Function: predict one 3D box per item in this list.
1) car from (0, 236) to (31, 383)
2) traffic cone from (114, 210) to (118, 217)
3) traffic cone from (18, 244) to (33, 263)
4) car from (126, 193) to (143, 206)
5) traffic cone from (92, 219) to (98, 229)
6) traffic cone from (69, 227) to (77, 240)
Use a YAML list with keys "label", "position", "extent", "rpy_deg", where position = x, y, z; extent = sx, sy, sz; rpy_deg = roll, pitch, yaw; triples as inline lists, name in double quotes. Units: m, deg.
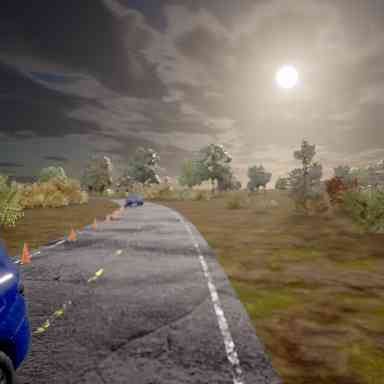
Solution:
- label: "car"
  position: [-2.728, 1.226, 1.201]
  extent: [2.150, 2.045, 5.566]
  rpy_deg: [0, 0, -1]
- label: "traffic cone"
  position: [-6.986, 1.965, 30.423]
  extent: [0.340, 0.580, 0.340]
  rpy_deg: [0, 0, -7]
- label: "traffic cone"
  position: [-5.351, 1.963, 10.699]
  extent: [0.340, 0.580, 0.340]
  rpy_deg: [0, 0, -3]
- label: "car"
  position: [-9.434, 1.237, 54.030]
  extent: [2.150, 2.045, 5.566]
  rpy_deg: [0, 0, -19]
- label: "traffic cone"
  position: [-5.983, 1.964, 20.576]
  extent: [0.340, 0.580, 0.340]
  rpy_deg: [0, 0, -5]
- label: "traffic cone"
  position: [-5.620, 1.963, 15.641]
  extent: [0.340, 0.580, 0.340]
  rpy_deg: [0, 0, -4]
